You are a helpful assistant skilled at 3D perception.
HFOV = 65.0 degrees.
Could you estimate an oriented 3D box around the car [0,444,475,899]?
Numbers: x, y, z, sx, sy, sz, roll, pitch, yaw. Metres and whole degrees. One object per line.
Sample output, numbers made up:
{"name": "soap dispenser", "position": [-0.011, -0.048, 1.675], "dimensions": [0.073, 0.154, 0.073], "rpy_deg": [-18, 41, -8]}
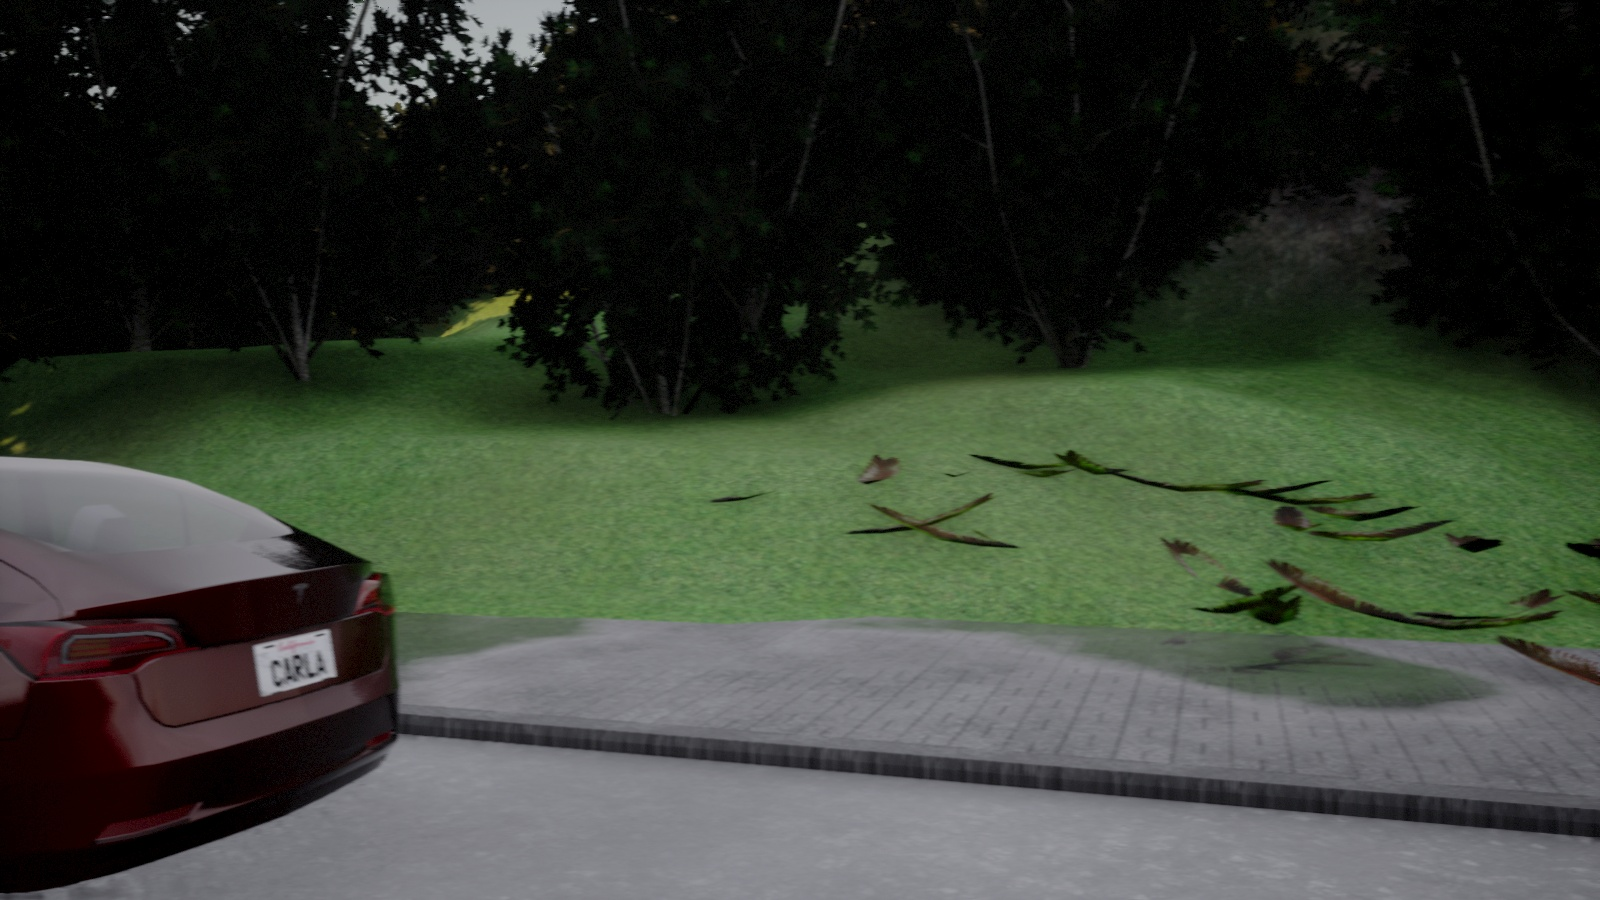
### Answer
{"name": "car", "position": [-3.994, 0.730, 5.061], "dimensions": [4.792, 1.488, 2.163], "rpy_deg": [1, 1, 19]}
